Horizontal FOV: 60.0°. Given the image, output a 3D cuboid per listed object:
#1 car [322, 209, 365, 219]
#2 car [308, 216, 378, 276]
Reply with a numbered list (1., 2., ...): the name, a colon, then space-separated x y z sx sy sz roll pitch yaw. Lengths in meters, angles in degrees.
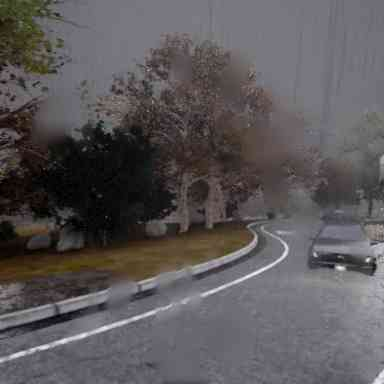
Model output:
1. car: 16.723 2.637 36.672 5.357 1.411 2.033 2 -1 -27
2. car: 5.322 1.825 11.720 2.033 1.411 5.357 1 -1 26
